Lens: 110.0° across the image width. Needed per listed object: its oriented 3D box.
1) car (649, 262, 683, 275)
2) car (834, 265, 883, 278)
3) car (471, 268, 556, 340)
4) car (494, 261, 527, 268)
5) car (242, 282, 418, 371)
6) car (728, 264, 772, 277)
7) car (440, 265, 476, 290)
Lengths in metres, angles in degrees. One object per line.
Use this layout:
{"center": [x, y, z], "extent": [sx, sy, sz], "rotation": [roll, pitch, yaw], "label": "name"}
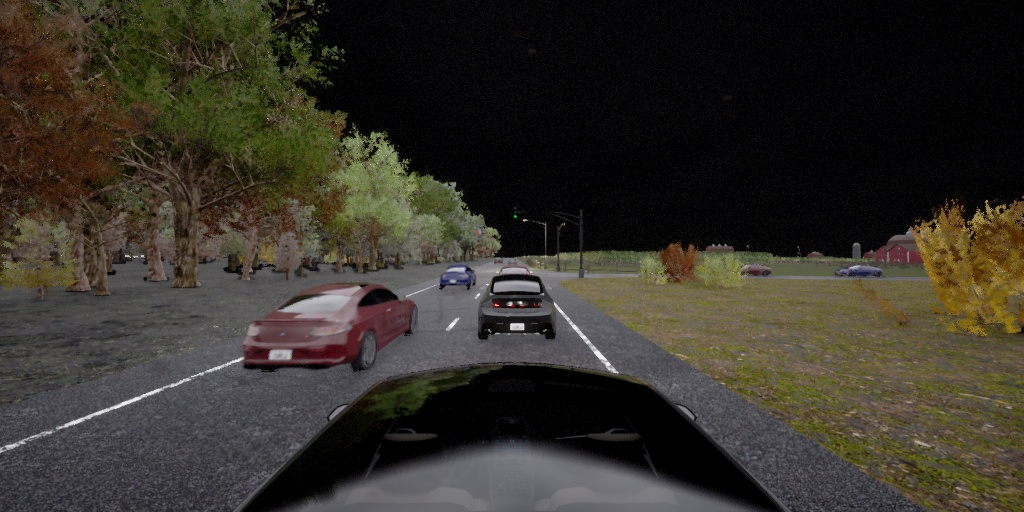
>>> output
{"center": [18.057, 1.496, 42.140], "extent": [4.902, 1.511, 2.128], "rotation": [1, -1, 1], "label": "car"}
{"center": [40.552, 1.775, 41.974], "extent": [4.674, 1.442, 1.812], "rotation": [1, -1, 0], "label": "car"}
{"center": [0.112, 1.257, 10.049], "extent": [1.837, 1.490, 4.892], "rotation": [0, 0, 0], "label": "car"}
{"center": [0.129, 1.232, 19.430], "extent": [1.882, 1.535, 5.008], "rotation": [0, 0, 0], "label": "car"}
{"center": [-3.388, 1.277, 7.556], "extent": [1.812, 1.442, 4.674], "rotation": [0, 0, 0], "label": "car"}
{"center": [27.855, 1.637, 42.061], "extent": [4.674, 1.442, 1.812], "rotation": [1, -1, 0], "label": "car"}
{"center": [-3.369, 1.281, 22.761], "extent": [1.812, 1.442, 4.674], "rotation": [0, 0, 0], "label": "car"}
